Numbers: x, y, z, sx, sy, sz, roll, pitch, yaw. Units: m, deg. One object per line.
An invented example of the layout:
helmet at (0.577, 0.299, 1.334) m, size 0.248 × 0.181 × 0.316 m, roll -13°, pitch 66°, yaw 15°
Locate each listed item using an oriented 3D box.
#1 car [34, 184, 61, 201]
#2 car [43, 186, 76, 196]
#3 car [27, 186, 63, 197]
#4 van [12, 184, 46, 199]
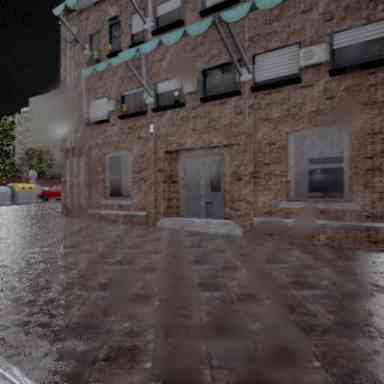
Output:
car at (-14.375, 0.083, 37.008) m, size 5.566 × 2.045 × 2.435 m, roll 0°, pitch 3°, yaw 25°
car at (-20.782, -0.171, 52.162) m, size 4.674 × 1.452 × 2.002 m, roll 0°, pitch 3°, yaw 26°
car at (-21.984, -0.035, 49.647) m, size 4.892 × 1.521 × 2.231 m, roll 0°, pitch 3°, yaw 25°
van at (-23.080, -0.093, 47.065) m, size 4.442 × 1.987 × 1.878 m, roll 0°, pitch 3°, yaw 25°
